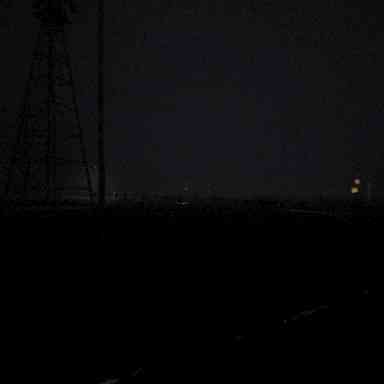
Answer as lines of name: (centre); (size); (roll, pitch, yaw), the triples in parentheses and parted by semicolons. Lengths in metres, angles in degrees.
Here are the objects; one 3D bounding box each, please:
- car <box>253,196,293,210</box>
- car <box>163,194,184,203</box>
car: (9.194, 1.198, 37.973); (2.128, 1.511, 4.902); (1, 1, -36)
car: (-3.043, 1.013, 54.684); (1.994, 1.385, 4.181); (1, 0, -36)
